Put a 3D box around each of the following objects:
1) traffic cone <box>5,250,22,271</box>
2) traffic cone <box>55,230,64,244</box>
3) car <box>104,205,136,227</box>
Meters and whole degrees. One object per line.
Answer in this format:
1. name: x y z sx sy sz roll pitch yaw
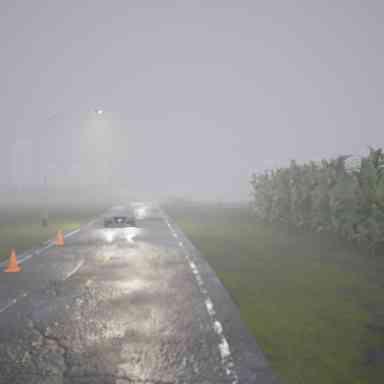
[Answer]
1. traffic cone: -5.174 1.967 9.628 0.340 0.580 0.340 0 0 -6
2. traffic cone: -5.788 1.966 14.538 0.340 0.580 0.340 0 0 -7
3. car: -4.848 1.567 22.641 1.994 1.385 4.181 0 0 -11
